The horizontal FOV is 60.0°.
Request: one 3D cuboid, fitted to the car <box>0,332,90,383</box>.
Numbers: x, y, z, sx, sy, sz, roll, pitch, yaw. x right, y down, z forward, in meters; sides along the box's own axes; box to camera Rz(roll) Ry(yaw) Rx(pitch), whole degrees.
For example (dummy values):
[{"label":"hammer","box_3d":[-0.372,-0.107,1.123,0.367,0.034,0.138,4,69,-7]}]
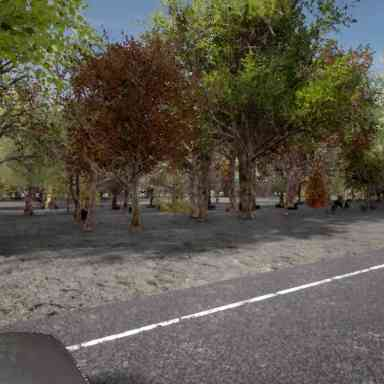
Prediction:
[{"label":"car","box_3d":[-3.153,1.547,1.502,5.357,1.411,2.033,0,0,-35]}]
